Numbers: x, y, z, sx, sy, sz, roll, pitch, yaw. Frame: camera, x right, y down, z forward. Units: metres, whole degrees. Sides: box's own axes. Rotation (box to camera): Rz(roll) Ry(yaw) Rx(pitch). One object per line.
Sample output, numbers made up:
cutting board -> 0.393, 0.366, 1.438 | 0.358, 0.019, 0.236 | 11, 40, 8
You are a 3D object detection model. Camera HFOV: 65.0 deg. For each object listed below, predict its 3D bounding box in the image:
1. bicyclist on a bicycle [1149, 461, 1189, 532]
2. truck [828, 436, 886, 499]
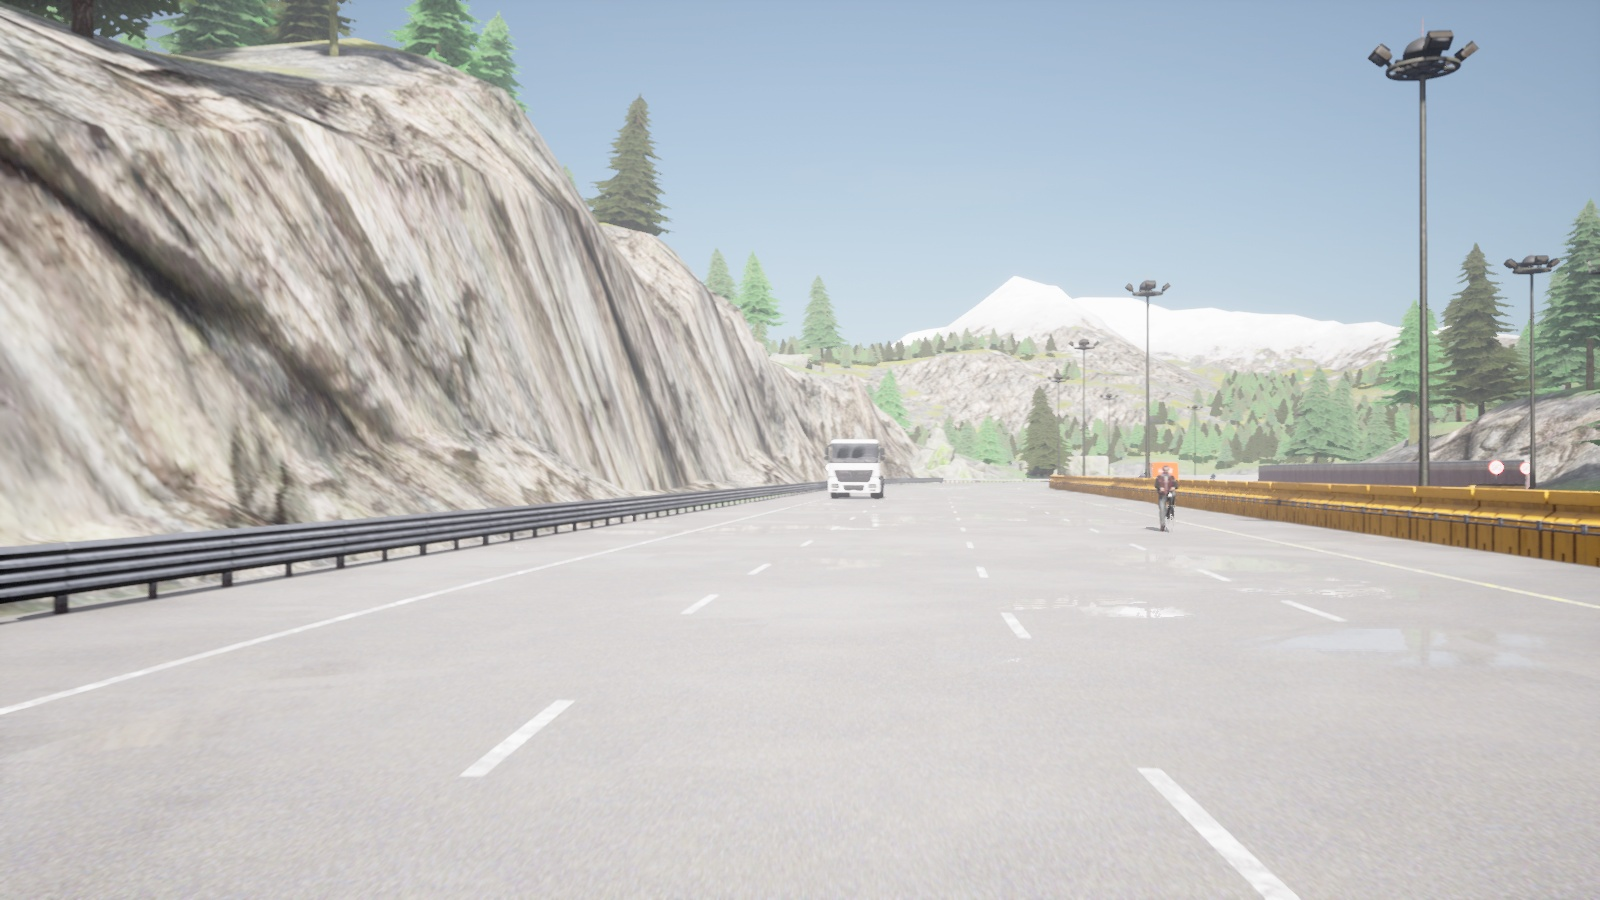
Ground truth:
bicyclist on a bicycle -> 9.564, 1.194, 32.617 | 0.659, 1.776, 1.843 | 0, -1, 6
truck -> 3.415, 1.043, 73.089 | 2.891, 3.462, 7.936 | 0, -1, 6
